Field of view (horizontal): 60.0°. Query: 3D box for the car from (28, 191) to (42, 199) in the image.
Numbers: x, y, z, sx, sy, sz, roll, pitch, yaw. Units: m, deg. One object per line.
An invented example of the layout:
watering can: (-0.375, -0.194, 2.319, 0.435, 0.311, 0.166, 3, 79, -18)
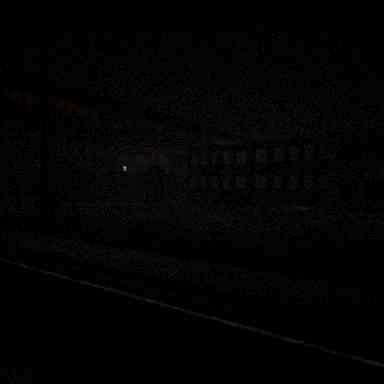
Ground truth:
car: (-27.328, 0.540, 58.893, 2.038, 1.542, 4.974, 1, 1, -23)

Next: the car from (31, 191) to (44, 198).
car: (-27.346, 0.382, 58.939, 1.853, 1.218, 4.536, 1, 1, -23)

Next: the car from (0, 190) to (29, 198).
car: (-30.906, 0.347, 57.685, 4.536, 1.218, 1.853, 1, 1, 7)

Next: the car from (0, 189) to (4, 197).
car: (-44.202, 0.188, 72.712, 4.974, 1.542, 2.038, 1, 1, 2)

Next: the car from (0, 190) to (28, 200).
car: (-30.856, 0.505, 57.681, 4.974, 1.542, 2.038, 1, 1, 7)
